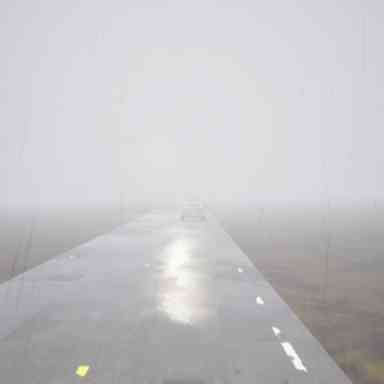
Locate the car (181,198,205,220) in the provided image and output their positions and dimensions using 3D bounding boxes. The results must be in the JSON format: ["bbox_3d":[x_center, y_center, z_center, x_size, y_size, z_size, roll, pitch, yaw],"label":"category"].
[{"bbox_3d":[0.106,1.458,26.937,1.812,1.442,4.674,0,0,0],"label":"car"}]
